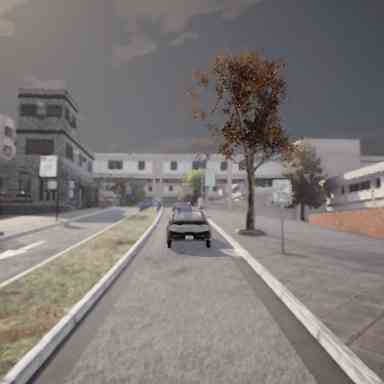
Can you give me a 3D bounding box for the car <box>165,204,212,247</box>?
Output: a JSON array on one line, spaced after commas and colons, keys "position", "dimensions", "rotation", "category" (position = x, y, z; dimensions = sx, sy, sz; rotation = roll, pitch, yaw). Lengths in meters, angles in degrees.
[{"position": [-0.179, 1.539, 15.195], "dimensions": [2.128, 1.511, 4.902], "rotation": [0, 0, -2], "category": "car"}]
